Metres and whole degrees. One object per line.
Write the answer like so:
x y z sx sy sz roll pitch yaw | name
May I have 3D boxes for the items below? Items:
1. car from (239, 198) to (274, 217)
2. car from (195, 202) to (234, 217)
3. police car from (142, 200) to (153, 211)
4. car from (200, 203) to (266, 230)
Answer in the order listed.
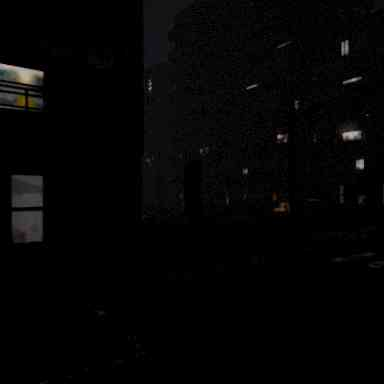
5.769 1.571 32.709 2.192 1.841 5.009 -2 0 -36 | car
2.446 1.904 37.289 1.887 1.381 4.507 -2 0 -36 | car
-8.057 2.113 52.563 1.930 1.638 5.238 -1 -1 -36 | police car
2.494 1.741 23.031 1.752 1.417 4.829 -2 0 -36 | car
